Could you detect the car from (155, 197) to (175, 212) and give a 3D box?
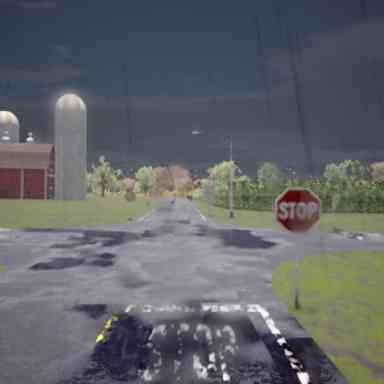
[{"bbox_3d":[-3.337,1.673,40.366,1.837,1.490,4.892,0,2,-2],"label":"car"}]
